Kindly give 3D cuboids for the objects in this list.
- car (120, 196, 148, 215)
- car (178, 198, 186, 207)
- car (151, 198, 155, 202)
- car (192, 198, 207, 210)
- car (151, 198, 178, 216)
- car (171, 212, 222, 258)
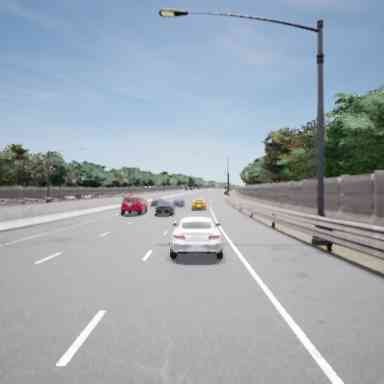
[{"bbox_3d":[-6.322,1.448,36.726,2.150,2.045,5.566,0,0,2],"label":"car"},{"bbox_3d":[-2.161,1.653,54.367,2.033,1.411,5.357,0,0,5],"label":"car"},{"bbox_3d":[-5.634,1.654,54.307,2.033,1.411,5.357,0,0,1],"label":"car"},{"bbox_3d":[1.022,1.640,46.391,1.882,1.535,5.008,0,0,2],"label":"car"},{"bbox_3d":[-2.840,1.737,35.940,1.837,1.490,4.892,0,1,2],"label":"car"},{"bbox_3d":[0.183,1.686,13.304,1.812,1.442,4.674,0,0,1],"label":"car"}]
